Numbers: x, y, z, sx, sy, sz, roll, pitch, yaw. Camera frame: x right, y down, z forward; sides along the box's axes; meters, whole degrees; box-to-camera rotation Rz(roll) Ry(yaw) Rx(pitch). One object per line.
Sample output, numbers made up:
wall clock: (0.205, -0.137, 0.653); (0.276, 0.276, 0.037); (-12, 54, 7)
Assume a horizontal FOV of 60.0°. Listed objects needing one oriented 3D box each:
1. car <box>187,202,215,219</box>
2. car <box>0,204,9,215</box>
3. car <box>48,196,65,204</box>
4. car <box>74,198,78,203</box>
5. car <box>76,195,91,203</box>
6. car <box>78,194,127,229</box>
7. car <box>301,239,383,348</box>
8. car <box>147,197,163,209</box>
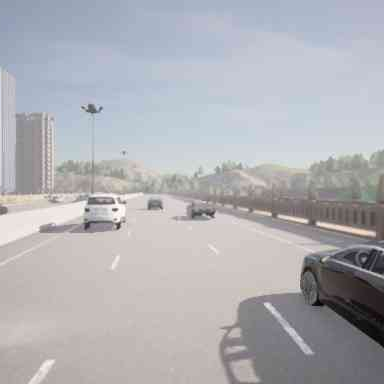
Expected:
car: (0.655, 1.499, 28.400); (1.895, 1.301, 4.718); (0, 0, -7)
car: (-17.133, 1.526, 27.967); (1.994, 1.385, 4.181); (0, 0, -7)
car: (-24.920, 1.473, 61.033); (1.895, 1.301, 4.718); (0, 0, -7)
car: (-16.562, 1.372, 50.734); (2.128, 1.511, 4.902); (0, 0, -7)
car: (-22.413, 1.361, 68.866); (2.128, 1.511, 4.902); (0, 0, -7)
car: (-5.495, 1.166, 21.412); (2.150, 2.045, 5.566); (0, 0, -7)
car: (3.260, 1.462, 5.035); (2.128, 1.511, 4.902); (0, 0, -3)
car: (-4.671, 1.360, 42.079); (2.128, 1.511, 4.902); (0, 0, -7)
